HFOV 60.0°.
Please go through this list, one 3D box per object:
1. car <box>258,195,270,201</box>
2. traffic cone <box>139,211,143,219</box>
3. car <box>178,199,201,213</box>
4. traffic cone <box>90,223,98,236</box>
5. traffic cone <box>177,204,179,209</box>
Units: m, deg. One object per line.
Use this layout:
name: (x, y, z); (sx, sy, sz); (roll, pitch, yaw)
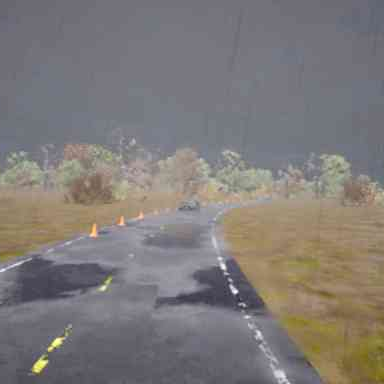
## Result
car: (18.993, 1.510, 87.680); (2.097, 1.767, 4.553); (1, 0, 31)
traffic cone: (-3.975, 1.782, 26.069); (0.340, 0.580, 0.340); (1, 0, 6)
car: (-0.210, 1.450, 36.016); (1.994, 1.385, 4.181); (1, 0, 10)
traffic cone: (-4.666, 1.796, 15.913); (0.340, 0.580, 0.340); (1, 0, 2)
traffic cone: (-1.664, 1.791, 41.160); (0.340, 0.580, 0.340); (1, 0, 12)
